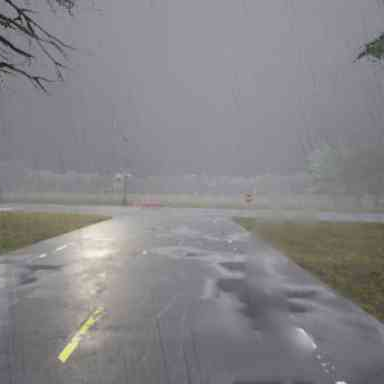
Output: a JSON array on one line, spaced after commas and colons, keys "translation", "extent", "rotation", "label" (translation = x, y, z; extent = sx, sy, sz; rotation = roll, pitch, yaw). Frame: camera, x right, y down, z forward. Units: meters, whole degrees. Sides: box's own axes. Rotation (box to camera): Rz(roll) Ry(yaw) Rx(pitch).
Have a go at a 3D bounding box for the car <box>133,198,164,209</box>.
[{"translation": [-5.945, 1.536, 45.407], "extent": [4.181, 1.385, 1.994], "rotation": [1, 1, 0], "label": "car"}]
